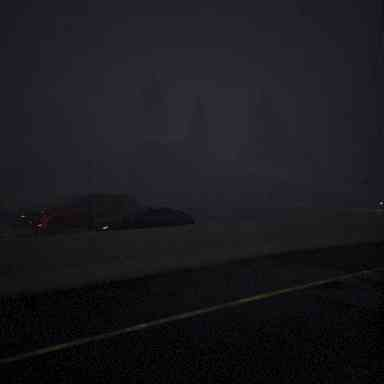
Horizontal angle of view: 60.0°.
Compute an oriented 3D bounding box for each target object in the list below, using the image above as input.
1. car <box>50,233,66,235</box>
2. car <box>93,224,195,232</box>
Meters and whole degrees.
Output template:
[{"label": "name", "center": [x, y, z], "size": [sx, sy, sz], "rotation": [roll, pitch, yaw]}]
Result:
[{"label": "car", "center": [-5.315, 1.074, 17.267], "size": [5.566, 2.045, 2.150], "rotation": [0, 0, -34]}, {"label": "car", "center": [-2.160, 1.394, 15.142], "size": [4.892, 1.490, 1.837], "rotation": [0, 0, -33]}]
